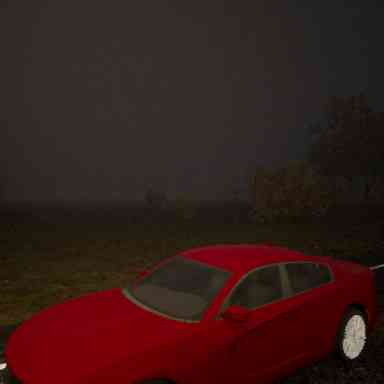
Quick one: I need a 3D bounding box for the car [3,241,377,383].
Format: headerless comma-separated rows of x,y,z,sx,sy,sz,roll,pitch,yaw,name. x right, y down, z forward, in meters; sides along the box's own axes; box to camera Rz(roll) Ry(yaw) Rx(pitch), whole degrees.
0.429,1.479,4.299,5.008,1.535,1.882,0,0,-36,car
